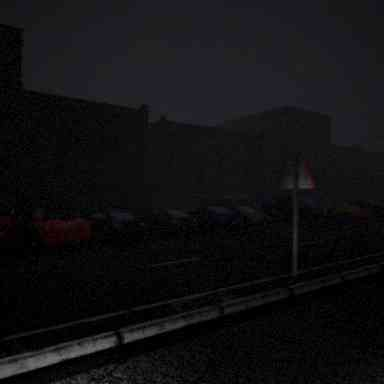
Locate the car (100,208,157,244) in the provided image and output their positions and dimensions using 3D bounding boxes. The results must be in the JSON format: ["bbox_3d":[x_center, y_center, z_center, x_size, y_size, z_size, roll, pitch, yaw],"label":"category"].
[{"bbox_3d":[-3.839,1.538,15.918,2.002,1.452,4.674,0,0,-36],"label":"car"}]

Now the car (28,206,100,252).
[{"bbox_3d":[-5.960,1.376,14.367,2.185,1.767,4.553,0,0,-36],"label":"car"}]

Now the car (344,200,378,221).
[{"bbox_3d":[11.861,1.486,27.366,1.946,1.575,5.366,0,0,-36],"label":"car"}]

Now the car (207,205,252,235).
[{"bbox_3d":[0.756,1.490,19.197,2.097,1.535,5.008,0,0,-36],"label":"car"}]

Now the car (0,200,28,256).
[{"bbox_3d":[-8.206,1.253,12.766,2.435,2.045,5.566,0,0,-36],"label":"car"}]

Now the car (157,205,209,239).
[{"bbox_3d":[-1.489,1.533,17.597,2.002,1.452,4.674,0,0,-36],"label":"car"}]

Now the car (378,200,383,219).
[{"bbox_3d":[14.196,1.523,28.842,2.163,1.488,4.792,0,0,-36],"label":"car"}]

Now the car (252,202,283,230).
[{"bbox_3d":[2.995,1.527,20.807,2.002,1.452,4.674,0,0,-36],"label":"car"}]

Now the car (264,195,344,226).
[{"bbox_3d":[7.500,1.234,23.987,2.435,2.045,5.566,0,0,-36],"label":"car"}]
